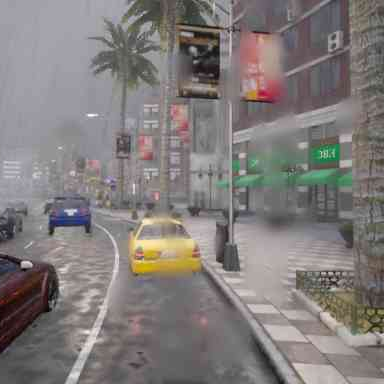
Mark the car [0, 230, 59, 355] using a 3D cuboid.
[{"bbox_3d":[-3.491,1.562,4.916,1.994,1.385,4.181,0,0,-5],"label":"car"}]

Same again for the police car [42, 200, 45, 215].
[{"bbox_3d":[-13.911,1.414,33.514,1.930,1.638,5.238,0,0,-26],"label":"police car"}]

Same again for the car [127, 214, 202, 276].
[{"bbox_3d":[-1.042,1.456,10.377,1.801,1.575,5.366,0,0,-11],"label":"car"}]

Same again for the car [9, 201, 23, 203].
[{"bbox_3d":[-16.781,1.550,31.641,1.994,1.385,4.181,0,0,-26],"label":"car"}]

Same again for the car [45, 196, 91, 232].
[{"bbox_3d":[-7.301,1.218,19.730,2.150,2.045,5.566,0,0,-22],"label":"car"}]

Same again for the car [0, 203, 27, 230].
[{"bbox_3d":[-9.978,1.494,17.177,1.837,1.490,4.892,0,-1,-21],"label":"car"}]
